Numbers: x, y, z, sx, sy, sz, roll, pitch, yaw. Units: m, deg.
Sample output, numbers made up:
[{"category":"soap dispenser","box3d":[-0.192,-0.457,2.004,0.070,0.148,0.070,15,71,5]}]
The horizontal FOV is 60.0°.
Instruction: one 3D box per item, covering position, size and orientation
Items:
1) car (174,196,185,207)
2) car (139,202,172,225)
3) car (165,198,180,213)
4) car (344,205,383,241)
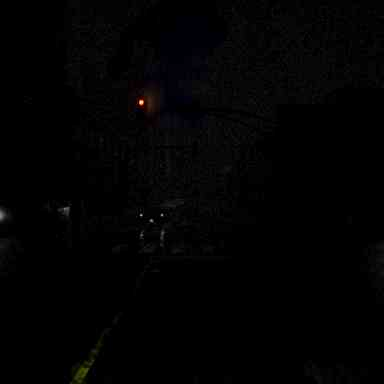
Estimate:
[{"category":"car","box3d":[-2.656,1.817,66.003,2.150,2.045,5.566,0,-1,0]},{"category":"car","box3d":[-2.812,1.709,25.294,1.895,1.301,4.718,0,0,0]},{"category":"car","box3d":[-2.783,1.771,41.465,1.812,1.442,4.674,0,-1,0]},{"category":"car","box3d":[10.842,1.641,17.862,5.009,1.841,2.192,1,-1,0]}]
